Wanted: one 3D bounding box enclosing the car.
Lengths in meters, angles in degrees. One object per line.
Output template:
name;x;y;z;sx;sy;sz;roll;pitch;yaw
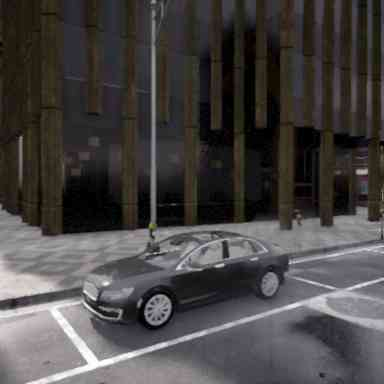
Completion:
car;0.099;1.503;6.691;4.403;1.369;2.008;0;0;-35
